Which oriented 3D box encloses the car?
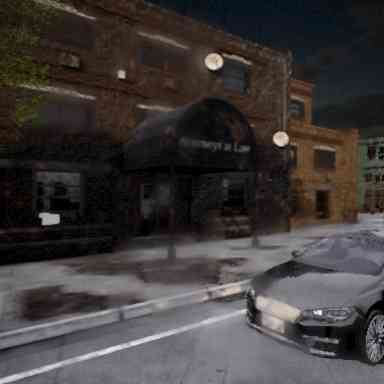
[{"bbox_3d":[3.081,1.492,5.880,4.902,1.511,2.128,0,0,-35],"label":"car"}]
